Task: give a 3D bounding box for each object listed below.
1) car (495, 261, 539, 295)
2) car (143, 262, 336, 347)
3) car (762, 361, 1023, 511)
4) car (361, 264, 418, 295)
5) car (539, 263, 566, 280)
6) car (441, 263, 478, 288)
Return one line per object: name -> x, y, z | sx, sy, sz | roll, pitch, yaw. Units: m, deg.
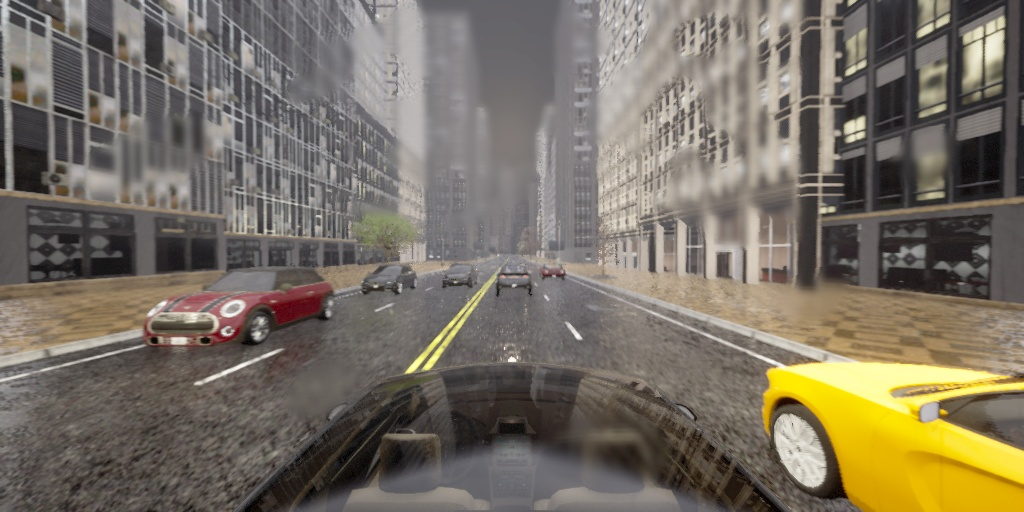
car -> 0.097, 1.190, 19.330 | 2.128, 1.511, 4.902 | 0, 0, 0
car -> -6.563, 1.079, 9.325 | 2.097, 1.767, 4.553 | 0, 0, 0
car -> 3.350, 1.228, 1.434 | 1.882, 1.535, 5.008 | 0, 0, 0
car -> -6.506, 1.202, 19.526 | 1.837, 1.490, 4.892 | 0, 0, 0
car -> 3.249, 1.269, 29.919 | 1.895, 1.301, 4.718 | 0, 0, 0
car -> -3.256, 1.249, 23.038 | 1.837, 1.490, 4.892 | 0, 0, 0
